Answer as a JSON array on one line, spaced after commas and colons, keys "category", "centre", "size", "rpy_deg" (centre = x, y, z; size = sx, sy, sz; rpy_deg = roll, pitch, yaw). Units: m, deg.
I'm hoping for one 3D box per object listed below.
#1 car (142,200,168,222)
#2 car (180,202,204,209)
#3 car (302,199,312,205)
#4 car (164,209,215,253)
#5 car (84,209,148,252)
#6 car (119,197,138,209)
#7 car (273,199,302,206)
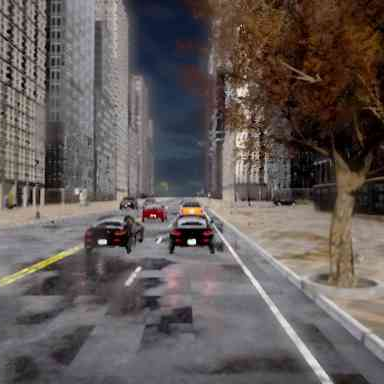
[{"category": "car", "centre": [-3.244, 1.772, 29.478], "size": [1.882, 1.535, 5.008], "rpy_deg": [0, 0, 0]}, {"category": "car", "centre": [0.003, 1.641, 29.082], "size": [2.097, 1.767, 4.553], "rpy_deg": [0, -1, 0]}, {"category": "car", "centre": [21.966, 2.020, 67.936], "size": [4.829, 1.417, 1.752], "rpy_deg": [-1, -1, -1]}, {"category": "car", "centre": [0.004, 1.670, 14.373], "size": [1.812, 1.442, 4.674], "rpy_deg": [0, 0, 0]}, {"category": "car", "centre": [-3.246, 1.670, 14.401], "size": [1.812, 1.442, 4.674], "rpy_deg": [0, 0, 0]}, {"category": "car", "centre": [-9.749, 1.722, 51.702], "size": [2.150, 2.045, 5.566], "rpy_deg": [0, -1, 0]}, {"category": "car", "centre": [16.685, 1.876, 59.489], "size": [4.403, 1.369, 2.008], "rpy_deg": [-1, -1, -1]}]
